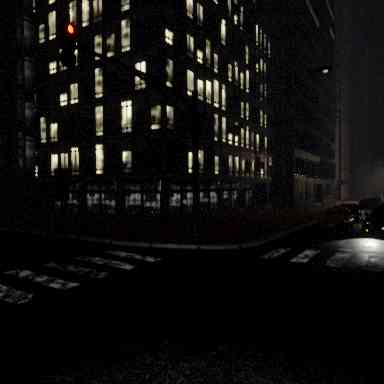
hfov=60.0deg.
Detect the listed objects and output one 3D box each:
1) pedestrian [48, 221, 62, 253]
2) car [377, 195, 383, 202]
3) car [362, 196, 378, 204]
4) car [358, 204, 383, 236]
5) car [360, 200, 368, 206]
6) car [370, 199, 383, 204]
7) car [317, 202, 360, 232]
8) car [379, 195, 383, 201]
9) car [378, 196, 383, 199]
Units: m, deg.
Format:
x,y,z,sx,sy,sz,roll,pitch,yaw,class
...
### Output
x,y,z,sx,sy,sz,roll,pitch,yaw,class
-4.764,1.515,11.428,0.500,1.100,0.500,0,0,33,pedestrian
44.684,1.495,78.101,2.008,1.369,4.403,-1,-1,32,car
20.847,1.516,39.654,1.887,1.381,4.507,-1,-1,32,car
10.160,1.549,17.462,1.994,1.385,4.181,0,0,32,car
11.909,1.547,25.237,1.947,1.339,4.313,-1,-1,32,car
15.124,1.527,25.413,2.033,1.411,5.357,0,0,32,car
8.840,1.511,20.287,1.752,1.417,4.829,-1,-1,32,car
47.664,1.523,82.907,1.802,1.307,4.206,-1,-1,32,car
20.521,1.465,33.998,2.128,1.511,4.902,0,0,32,car
